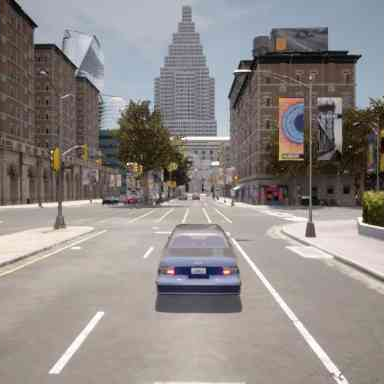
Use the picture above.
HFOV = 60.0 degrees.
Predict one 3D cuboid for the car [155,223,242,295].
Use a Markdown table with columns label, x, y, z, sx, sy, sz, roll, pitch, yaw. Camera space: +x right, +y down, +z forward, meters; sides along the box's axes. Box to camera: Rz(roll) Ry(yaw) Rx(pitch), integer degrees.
| label | x | y | z | sx | sy | sz | roll | pitch | yaw |
| --- | --- | --- | --- | --- | --- | --- | --- | --- | --- |
| car | 0.169 | 1.547 | 8.841 | 2.033 | 1.411 | 5.357 | 0 | 0 | 1 |

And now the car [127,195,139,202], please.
| label | x | y | z | sx | sy | sz | roll | pitch | yaw |
| --- | --- | --- | --- | --- | --- | --- | --- | --- | --- |
| car | -14.044 | 1.478 | 78.783 | 1.882 | 1.535 | 5.008 | 0 | 0 | 1 |

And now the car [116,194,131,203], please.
| label | x | y | z | sx | sy | sz | roll | pitch | yaw |
| --- | --- | --- | --- | --- | --- | --- | --- | --- | --- |
| car | -14.169 | 1.355 | 68.684 | 2.097 | 1.767 | 4.553 | 0 | 0 | 1 |

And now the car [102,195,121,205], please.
| label | x | y | z | sx | sy | sz | roll | pitch | yaw |
| --- | --- | --- | --- | --- | --- | --- | --- | --- | --- |
| car | -14.367 | 1.601 | 58.578 | 1.895 | 1.301 | 4.718 | 0 | 0 | 1 |

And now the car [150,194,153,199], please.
| label | x | y | z | sx | sy | sz | roll | pitch | yaw |
| --- | --- | --- | --- | --- | --- | --- | --- | --- | --- |
| car | -10.534 | 1.355 | 79.545 | 2.097 | 1.767 | 4.553 | 0 | 0 | 1 |

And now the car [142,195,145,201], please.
| label | x | y | z | sx | sy | sz | roll | pitch | yaw |
| --- | --- | --- | --- | --- | --- | --- | --- | --- | --- |
| car | -10.658 | 1.500 | 69.556 | 1.837 | 1.490 | 4.892 | 0 | 0 | 1 |

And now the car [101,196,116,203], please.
| label | x | y | z | sx | sy | sz | roll | pitch | yaw |
| --- | --- | --- | --- | --- | --- | --- | --- | --- | --- |
| car | -17.406 | 1.595 | 69.730 | 1.895 | 1.301 | 4.718 | 0 | 0 | 1 |

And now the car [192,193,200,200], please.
| label | x | y | z | sx | sy | sz | roll | pitch | yaw |
| --- | --- | --- | --- | --- | --- | --- | --- | --- | --- |
| car | 1.095 | 1.350 | 89.921 | 2.097 | 1.767 | 4.553 | 0 | 0 | 1 |

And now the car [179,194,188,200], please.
| label | x | y | z | sx | sy | sz | roll | pitch | yaw |
| --- | --- | --- | --- | --- | --- | --- | --- | --- | --- |
| car | -2.410 | 1.540 | 89.562 | 2.033 | 1.411 | 5.357 | 0 | 0 | 1 |

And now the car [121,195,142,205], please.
| label | x | y | z | sx | sy | sz | roll | pitch | yaw |
| --- | --- | --- | --- | --- | --- | --- | --- | --- | --- |
| car | -10.848 | 1.478 | 59.760 | 1.882 | 1.535 | 5.008 | 0 | 0 | 1 |
